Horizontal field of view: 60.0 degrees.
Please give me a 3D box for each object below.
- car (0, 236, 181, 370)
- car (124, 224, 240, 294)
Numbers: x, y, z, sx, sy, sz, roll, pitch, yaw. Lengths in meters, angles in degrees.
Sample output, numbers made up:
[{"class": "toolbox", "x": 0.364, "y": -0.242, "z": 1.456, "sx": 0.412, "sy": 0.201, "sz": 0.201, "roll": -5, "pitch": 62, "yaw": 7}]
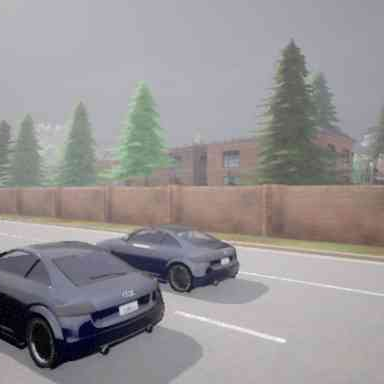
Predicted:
[{"class": "car", "x": -2.496, "y": 1.556, "z": 5.764, "sx": 4.181, "sy": 1.385, "sz": 1.994, "roll": 0, "pitch": 0, "yaw": 36}, {"class": "car", "x": -0.854, "y": 1.563, "z": 8.896, "sx": 4.181, "sy": 1.385, "sz": 1.994, "roll": 0, "pitch": 0, "yaw": 36}]
